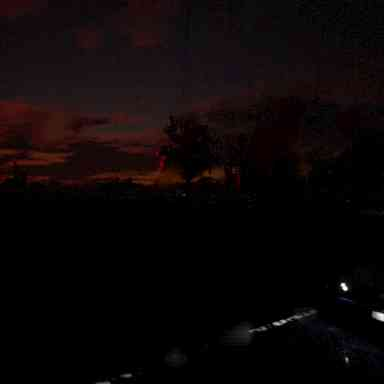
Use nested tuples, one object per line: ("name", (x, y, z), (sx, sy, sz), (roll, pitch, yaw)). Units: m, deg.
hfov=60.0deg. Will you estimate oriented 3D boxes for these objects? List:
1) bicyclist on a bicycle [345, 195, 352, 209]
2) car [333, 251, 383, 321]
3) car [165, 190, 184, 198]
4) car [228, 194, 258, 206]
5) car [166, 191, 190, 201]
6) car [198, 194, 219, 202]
("bicyclist on a bicycle", (19.264, 1.244, 40.969), (1.656, 1.620, 0.582), (0, 1, -35))
("car", (5.118, 1.559, 6.727), (5.357, 1.411, 2.033), (0, 0, -36))
("car", (-3.391, 0.570, 67.884), (2.150, 2.045, 5.566), (0, 1, -35))
("car", (7.273, 1.120, 47.692), (1.882, 1.535, 5.008), (0, 1, -35))
("car", (-2.277, 0.944, 61.497), (1.895, 1.301, 4.718), (0, 1, -35))
("car", (2.929, 1.014, 58.937), (1.812, 1.442, 4.674), (0, 1, -34))
